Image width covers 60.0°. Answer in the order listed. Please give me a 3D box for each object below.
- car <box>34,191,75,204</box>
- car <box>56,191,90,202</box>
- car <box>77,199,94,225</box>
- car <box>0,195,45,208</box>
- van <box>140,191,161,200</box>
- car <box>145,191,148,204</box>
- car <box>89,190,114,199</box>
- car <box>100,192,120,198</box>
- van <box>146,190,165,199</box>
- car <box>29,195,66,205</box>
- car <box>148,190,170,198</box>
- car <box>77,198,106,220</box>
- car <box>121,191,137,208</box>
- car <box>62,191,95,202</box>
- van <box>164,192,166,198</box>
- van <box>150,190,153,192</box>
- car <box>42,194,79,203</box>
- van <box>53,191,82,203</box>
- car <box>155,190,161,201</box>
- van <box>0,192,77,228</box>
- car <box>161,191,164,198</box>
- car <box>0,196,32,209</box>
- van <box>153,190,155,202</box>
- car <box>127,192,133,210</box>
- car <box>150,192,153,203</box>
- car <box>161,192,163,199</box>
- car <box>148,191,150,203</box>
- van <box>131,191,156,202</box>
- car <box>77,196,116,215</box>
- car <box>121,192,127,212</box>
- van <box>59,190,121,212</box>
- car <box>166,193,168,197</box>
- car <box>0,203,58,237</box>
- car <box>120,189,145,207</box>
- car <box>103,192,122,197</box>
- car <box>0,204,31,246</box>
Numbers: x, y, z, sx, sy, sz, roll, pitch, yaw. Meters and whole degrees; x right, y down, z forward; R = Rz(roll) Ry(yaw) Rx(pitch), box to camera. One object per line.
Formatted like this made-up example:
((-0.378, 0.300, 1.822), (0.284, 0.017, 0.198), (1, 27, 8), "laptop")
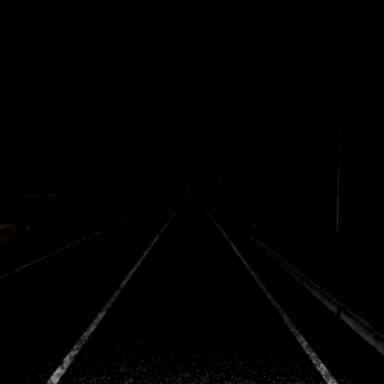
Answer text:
((-22.035, 0.877, 53.484), (5.566, 2.045, 2.435), (0, 0, 0), "car")
((-22.045, 0.827, 61.811), (5.566, 2.045, 2.435), (0, 0, 0), "car")
((-8.857, 1.354, 20.371), (4.792, 1.488, 2.163), (0, 0, 0), "car")
((-21.808, 1.191, 42.383), (5.366, 1.575, 1.946), (0, 0, 0), "car")
((-9.067, 0.741, 73.636), (4.442, 1.987, 1.878), (0, 1, 0), "van")
((-8.885, 0.940, 42.795), (5.566, 2.045, 2.435), (0, 0, 0), "car")
((-22.011, 0.617, 81.244), (5.566, 2.045, 2.435), (0, 1, 0), "car")
((-22.056, 0.754, 89.574), (4.892, 1.521, 2.231), (0, 1, 0), "car")
((-9.078, 0.631, 82.047), (4.442, 1.987, 1.878), (0, 1, 0), "van")
((-21.974, 1.174, 50.710), (4.792, 1.488, 2.163), (0, 0, 0), "car")
((-8.943, 0.490, 90.456), (5.566, 2.045, 2.435), (0, 1, 0), "car")
((-8.861, 1.337, 23.174), (4.792, 1.488, 2.163), (0, 0, 0), "car")
((-8.876, 1.099, 37.190), (4.553, 1.767, 2.185), (0, 0, 0), "car")
((-21.991, 0.805, 64.587), (5.566, 2.045, 2.435), (0, 0, 0), "car")
((-8.838, 0.708, 76.438), (4.442, 1.987, 1.878), (0, 1, 0), "van")
((-9.044, 0.899, 54.008), (4.442, 1.987, 1.878), (0, 0, 0), "van")
((-22.196, 1.108, 56.261), (5.366, 1.575, 1.946), (0, 0, 0), "car")
((-22.130, 0.869, 59.034), (4.442, 1.987, 1.878), (0, 0, 0), "van")
((-8.906, 0.840, 59.615), (5.566, 2.045, 2.435), (0, 0, 0), "car")
((-8.766, 1.115, 17.566), (4.442, 1.987, 1.878), (0, 0, 0), "van")
((-8.977, 1.030, 70.837), (4.792, 1.488, 2.163), (0, 1, 0), "car")
((-21.995, 1.211, 39.606), (4.892, 1.521, 2.231), (0, 0, 0), "car")
((-9.047, 0.882, 56.811), (4.442, 1.987, 1.878), (0, 0, 0), "van")
((-8.872, 1.116, 34.386), (4.553, 1.767, 2.185), (0, 0, 0), "car")
((-8.917, 1.143, 51.206), (4.892, 1.521, 2.231), (0, 0, 0), "car")
((-8.941, 1.068, 68.029), (4.674, 1.452, 2.002), (0, 0, 0), "car")
((-8.952, 1.032, 48.402), (4.553, 1.767, 2.185), (0, 0, 0), "car")
((-9.054, 0.849, 62.416), (4.442, 1.987, 1.878), (0, 0, 0), "van")
((-8.888, 1.291, 25.977), (5.008, 1.535, 2.097), (0, 0, 0), "car")
((-8.931, 1.132, 31.583), (4.553, 1.767, 2.185), (0, 0, 0), "car")
((-8.780, 1.049, 28.779), (4.442, 1.987, 1.878), (0, 0, 0), "van")
((-8.952, 0.896, 79.248), (5.008, 1.535, 2.097), (0, 1, 0), "car")
((-8.909, 1.387, 14.764), (4.792, 1.488, 2.163), (0, 0, 0), "car")
((-8.882, 0.957, 39.992), (5.566, 2.045, 2.435), (0, 0, 0), "car")
((-22.082, 0.745, 92.350), (4.792, 1.488, 2.163), (0, 1, 0), "car")
((-9.062, 1.371, 11.961), (5.366, 1.575, 1.946), (0, 0, 0), "car")
